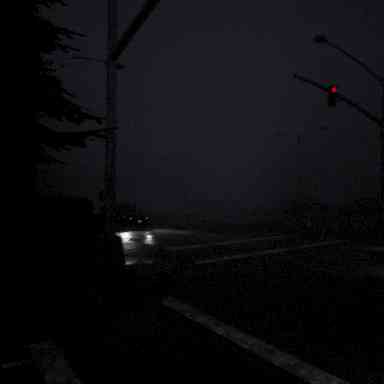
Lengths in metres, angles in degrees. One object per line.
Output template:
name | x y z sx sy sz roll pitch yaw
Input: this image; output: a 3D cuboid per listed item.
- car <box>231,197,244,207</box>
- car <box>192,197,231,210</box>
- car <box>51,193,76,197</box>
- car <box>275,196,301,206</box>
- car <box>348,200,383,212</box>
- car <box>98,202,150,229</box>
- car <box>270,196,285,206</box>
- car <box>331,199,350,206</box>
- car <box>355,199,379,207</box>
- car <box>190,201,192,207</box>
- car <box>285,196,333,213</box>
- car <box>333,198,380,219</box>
car | 6.358 1.637 55.787 2.152 1.636 5.027 1 -1 -36
car | 2.506 1.652 43.906 2.007 1.523 4.514 1 -1 -36
car | -12.167 1.135 31.756 2.150 2.045 5.566 1 0 -35
car | 18.841 1.784 65.316 1.932 1.855 4.605 1 -1 -36
car | 24.507 1.904 46.577 2.007 1.523 4.514 1 -1 -36
car | -4.380 1.422 20.893 1.837 1.490 4.892 1 0 -36
car | 16.728 1.726 63.281 1.905 1.878 3.866 1 -1 -36
car | 33.979 2.301 76.087 1.845 1.501 3.633 1 -1 -36
car | 35.911 2.274 68.327 1.970 1.475 3.806 1 -1 -36
car | 1.346 1.633 51.765 1.970 1.475 3.806 1 -1 -36
car | 13.997 1.542 39.859 1.932 1.855 4.605 1 -1 -36
car | 15.942 1.480 31.557 1.905 1.878 3.866 1 -1 -36
